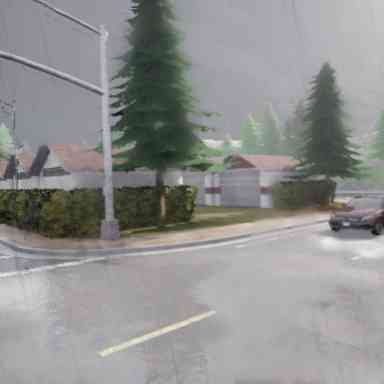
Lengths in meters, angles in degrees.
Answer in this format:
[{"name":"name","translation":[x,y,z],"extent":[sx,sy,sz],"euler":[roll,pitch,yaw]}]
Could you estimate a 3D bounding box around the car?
[{"name":"car","translation":[7.691,0.874,14.325],"extent":[4.674,1.442,1.812],"euler":[-3,2,-40]}]
